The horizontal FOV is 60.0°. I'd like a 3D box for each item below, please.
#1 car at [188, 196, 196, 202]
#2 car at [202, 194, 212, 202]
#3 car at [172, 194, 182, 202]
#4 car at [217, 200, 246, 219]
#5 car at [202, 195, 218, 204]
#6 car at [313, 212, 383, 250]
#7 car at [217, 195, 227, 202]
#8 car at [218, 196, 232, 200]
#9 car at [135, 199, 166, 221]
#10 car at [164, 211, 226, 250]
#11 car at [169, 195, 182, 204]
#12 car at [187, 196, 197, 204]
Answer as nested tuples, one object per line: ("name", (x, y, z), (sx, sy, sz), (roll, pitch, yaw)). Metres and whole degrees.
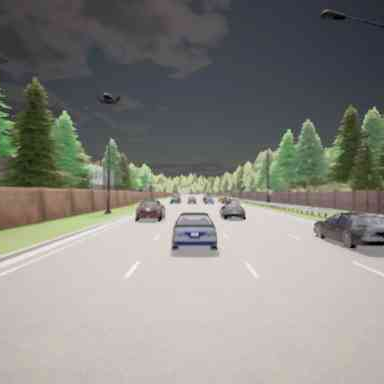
("car", (0.013, 1.641, 77.594), (1.812, 1.442, 4.674), (0, 0, 0))
("car", (3.513, 1.472, 77.563), (2.097, 1.767, 4.553), (0, 0, 0))
("car", (-3.487, 1.473, 77.565), (2.097, 1.767, 4.553), (0, 0, 0))
("car", (3.603, 1.658, 30.009), (1.994, 1.385, 4.181), (0, 0, 0))
("car", (3.511, 1.756, 67.173), (2.033, 1.411, 5.357), (0, 0, 0))
("car", (7.100, 1.593, 14.597), (2.033, 1.411, 5.357), (0, 0, 0))
("car", (7.013, 1.594, 77.592), (1.882, 1.535, 5.008), (0, 0, 0))
("car", (7.011, 1.728, 67.172), (2.128, 1.511, 4.902), (0, 0, 0))
("car", (-3.396, 1.442, 28.006), (2.097, 1.767, 4.553), (0, 0, 0))
("car", (0.102, 1.594, 14.625), (2.033, 1.411, 5.357), (0, 0, 0))
("car", (-3.489, 1.739, 67.591), (1.812, 1.442, 4.674), (0, 0, 0))
("car", (0.011, 1.756, 67.174), (2.033, 1.411, 5.357), (0, 0, 0))
